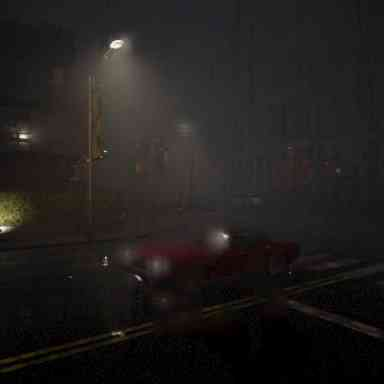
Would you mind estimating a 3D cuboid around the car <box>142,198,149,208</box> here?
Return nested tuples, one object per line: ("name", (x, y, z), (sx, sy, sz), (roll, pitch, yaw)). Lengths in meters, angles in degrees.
("car", (-5.130, 1.492, 45.096), (2.128, 1.511, 4.902), (0, 0, -34))

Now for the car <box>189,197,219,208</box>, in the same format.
("car", (1.744, 1.478, 49.483), (1.882, 1.535, 5.008), (0, 0, -35))

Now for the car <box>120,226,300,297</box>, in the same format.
("car", (0.620, 1.601, 8.697), (4.718, 1.301, 1.895), (0, 0, -35))

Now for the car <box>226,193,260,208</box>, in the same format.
("car", (7.275, 1.221, 47.610), (2.150, 2.045, 5.566), (0, 0, -34))

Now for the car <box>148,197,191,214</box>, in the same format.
("car", (-2.414, 1.526, 34.972), (1.812, 1.442, 4.674), (0, 0, -35))

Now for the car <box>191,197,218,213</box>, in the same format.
("car", (0.670, 1.564, 36.667), (1.994, 1.385, 4.181), (0, 0, -35))
